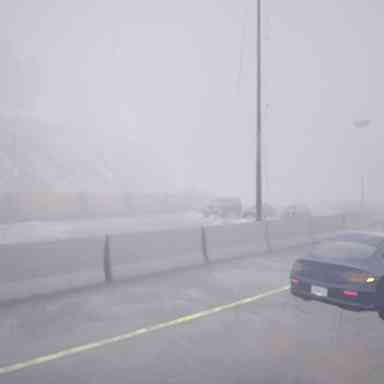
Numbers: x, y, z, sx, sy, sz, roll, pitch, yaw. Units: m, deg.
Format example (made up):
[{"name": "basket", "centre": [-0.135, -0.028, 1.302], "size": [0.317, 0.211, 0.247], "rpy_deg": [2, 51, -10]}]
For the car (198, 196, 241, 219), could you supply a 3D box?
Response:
[{"name": "car", "centre": [3.175, 1.468, 33.060], "size": [2.150, 2.045, 5.566], "rpy_deg": [0, 0, 33]}]

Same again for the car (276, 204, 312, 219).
[{"name": "car", "centre": [9.504, 1.790, 30.156], "size": [1.994, 1.385, 4.181], "rpy_deg": [0, 0, 32]}]

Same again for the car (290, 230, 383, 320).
[{"name": "car", "centre": [3.974, 1.582, 7.347], "size": [4.674, 1.442, 1.812], "rpy_deg": [0, 0, -41]}]

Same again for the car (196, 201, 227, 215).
[{"name": "car", "centre": [2.327, 1.812, 38.477], "size": [1.812, 1.442, 4.674], "rpy_deg": [0, 0, 28]}]

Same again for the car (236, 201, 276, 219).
[{"name": "car", "centre": [6.528, 1.785, 31.769], "size": [2.033, 1.411, 5.357], "rpy_deg": [0, 0, 32]}]
